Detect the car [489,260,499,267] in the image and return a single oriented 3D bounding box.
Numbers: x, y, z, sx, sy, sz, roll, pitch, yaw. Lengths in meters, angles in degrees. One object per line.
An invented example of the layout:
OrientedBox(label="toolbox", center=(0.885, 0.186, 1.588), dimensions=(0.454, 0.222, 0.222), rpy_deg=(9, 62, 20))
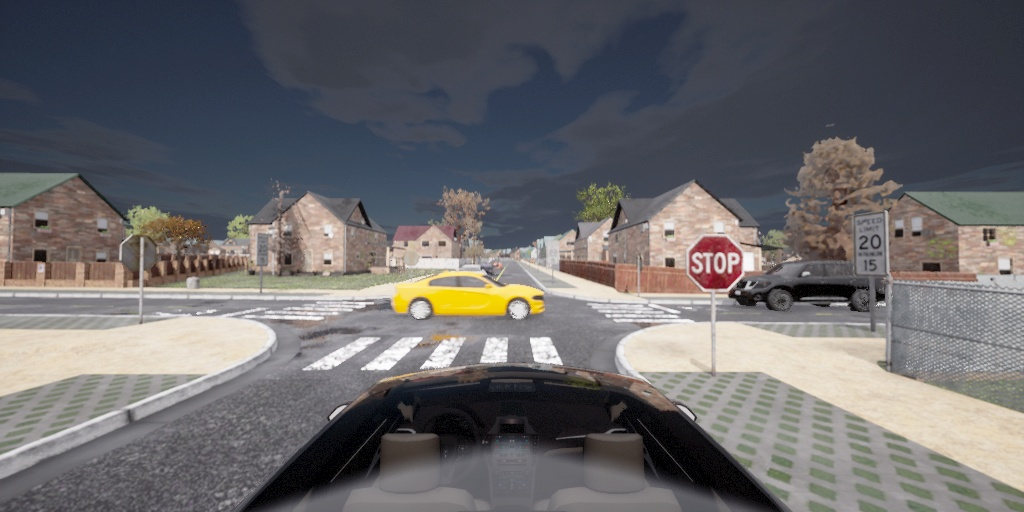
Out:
OrientedBox(label="car", center=(-2.816, 1.450, 38.847), dimensions=(2.033, 1.411, 5.357), rpy_deg=(0, 0, 0))

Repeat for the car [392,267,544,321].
OrientedBox(label="car", center=(-1.424, 1.274, 12.082), dimensions=(5.008, 1.535, 1.882), rpy_deg=(0, 0, 0))

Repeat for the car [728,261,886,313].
OrientedBox(label="car", center=(12.238, 1.219, 15.045), dimensions=(5.566, 2.045, 2.150), rpy_deg=(1, -1, 0))

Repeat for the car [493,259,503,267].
OrientedBox(label="car", center=(-2.705, 1.340, 60.726), dimensions=(2.097, 1.767, 4.553), rpy_deg=(0, 0, 0))

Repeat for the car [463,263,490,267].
OrientedBox(label="car", center=(-2.879, 1.374, 25.401), dimensions=(1.812, 1.442, 4.674), rpy_deg=(0, 0, 2))
